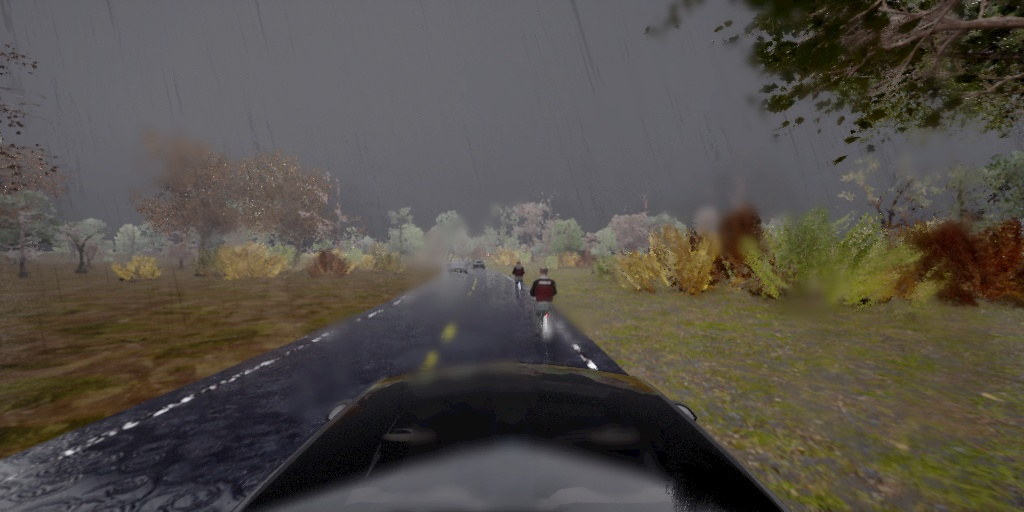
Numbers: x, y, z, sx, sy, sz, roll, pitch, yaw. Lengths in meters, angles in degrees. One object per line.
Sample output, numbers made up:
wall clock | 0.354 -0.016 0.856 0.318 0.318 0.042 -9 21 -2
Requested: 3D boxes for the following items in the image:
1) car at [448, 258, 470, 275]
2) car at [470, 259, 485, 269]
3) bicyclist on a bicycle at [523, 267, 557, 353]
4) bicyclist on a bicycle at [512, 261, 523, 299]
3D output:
car | -5.715 1.224 38.602 1.837 1.490 4.892 0 0 -8
car | -5.400 1.207 56.185 1.837 1.490 4.892 0 0 -11
bicyclist on a bicycle | 0.690 1.114 7.967 0.659 1.776 1.843 -1 0 -2
bicyclist on a bicycle | 0.311 1.106 17.030 0.659 1.776 1.843 0 0 -3
